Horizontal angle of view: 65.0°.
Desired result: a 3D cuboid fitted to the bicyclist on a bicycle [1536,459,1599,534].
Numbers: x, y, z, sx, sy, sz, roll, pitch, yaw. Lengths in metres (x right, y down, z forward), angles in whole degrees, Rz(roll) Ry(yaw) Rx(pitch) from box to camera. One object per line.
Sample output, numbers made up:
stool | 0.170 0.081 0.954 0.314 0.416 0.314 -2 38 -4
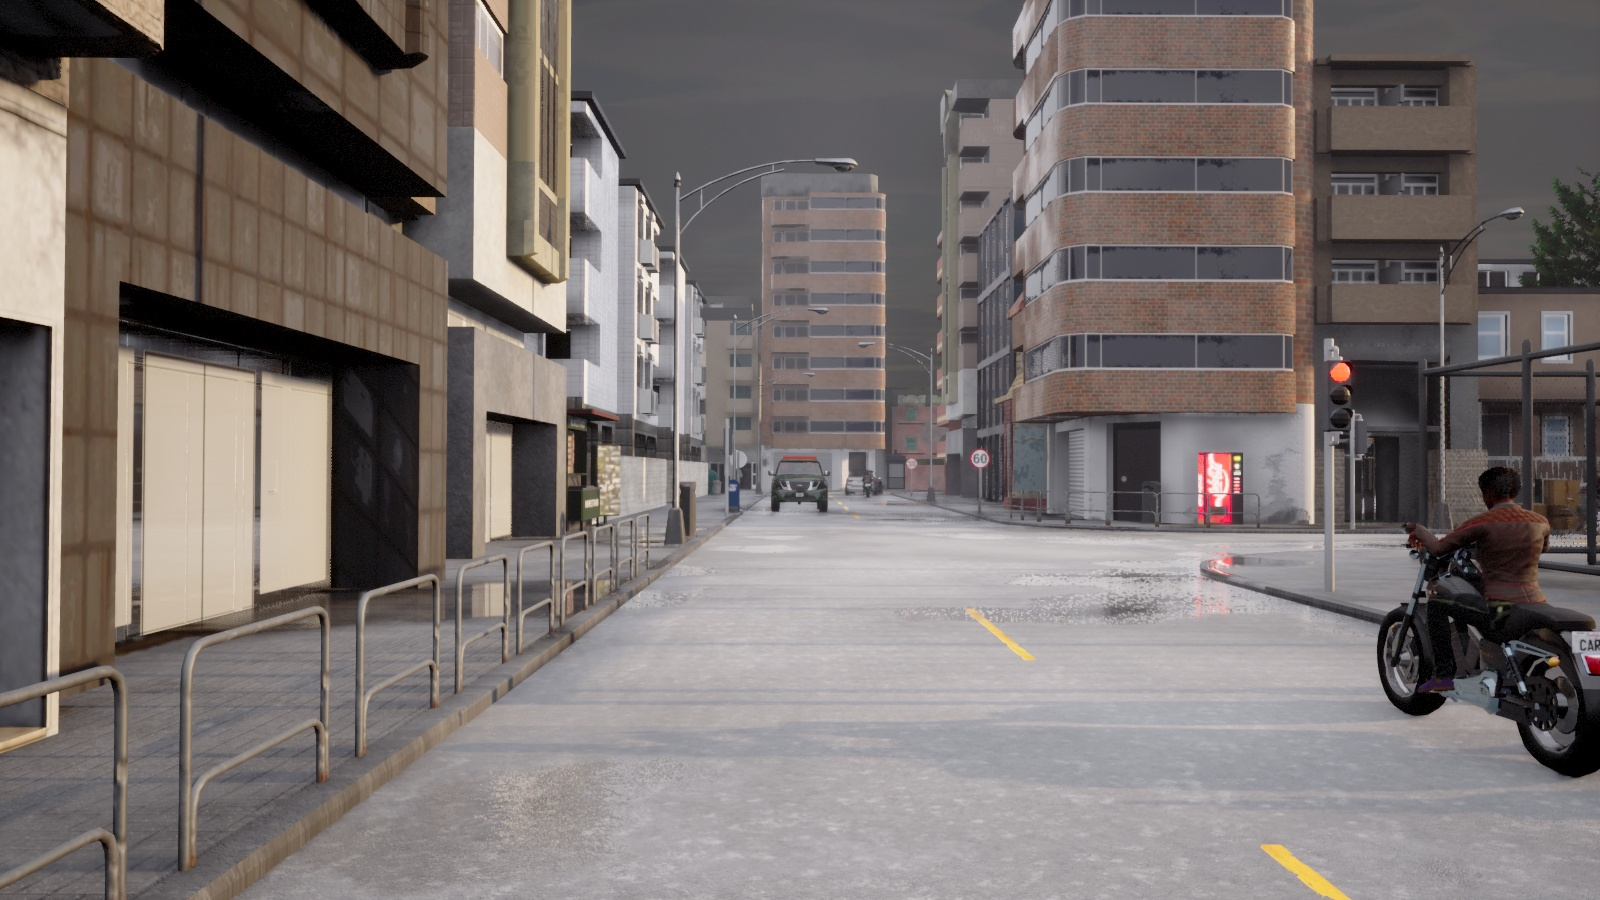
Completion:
bicyclist on a bicycle | 18.874 1.117 30.276 1.843 1.776 0.659 0 -1 0

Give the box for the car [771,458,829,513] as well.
car | -0.029 1.368 49.796 2.150 2.045 5.566 0 -1 -1

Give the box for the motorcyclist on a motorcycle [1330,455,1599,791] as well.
motorcyclist on a motorcycle | 3.999 0.872 7.367 0.766 1.649 2.350 0 -1 0

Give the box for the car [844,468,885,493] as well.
car | 4.444 2.078 85.769 2.242 1.667 4.611 -1 -1 10
